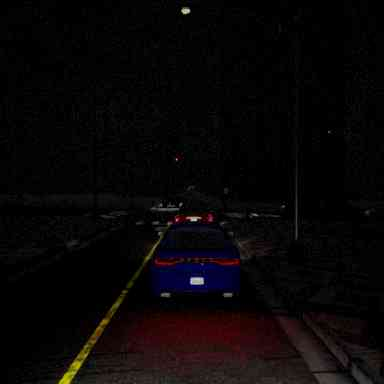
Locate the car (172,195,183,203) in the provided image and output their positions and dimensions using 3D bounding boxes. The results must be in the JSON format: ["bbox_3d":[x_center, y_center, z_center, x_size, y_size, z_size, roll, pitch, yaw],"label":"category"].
[{"bbox_3d":[-3.034,1.503,69.502,2.128,1.511,4.902,0,0,0],"label":"car"}]

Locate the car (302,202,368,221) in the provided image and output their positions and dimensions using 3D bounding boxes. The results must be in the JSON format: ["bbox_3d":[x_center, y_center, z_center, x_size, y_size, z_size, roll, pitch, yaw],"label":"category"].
[{"bbox_3d":[12.125,1.775,28.398,4.313,1.339,1.947,1,-1,0],"label":"car"}]

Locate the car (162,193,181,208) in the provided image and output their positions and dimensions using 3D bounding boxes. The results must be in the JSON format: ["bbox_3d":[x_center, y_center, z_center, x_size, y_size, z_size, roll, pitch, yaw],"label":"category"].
[{"bbox_3d":[-3.111,1.222,49.351,2.150,2.045,5.566,0,0,0],"label":"car"}]

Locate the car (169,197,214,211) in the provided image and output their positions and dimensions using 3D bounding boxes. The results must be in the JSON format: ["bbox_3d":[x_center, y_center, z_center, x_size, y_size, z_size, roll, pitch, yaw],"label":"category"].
[{"bbox_3d":[0.114,1.352,17.710,2.097,1.767,4.553,0,0,1],"label":"car"}]

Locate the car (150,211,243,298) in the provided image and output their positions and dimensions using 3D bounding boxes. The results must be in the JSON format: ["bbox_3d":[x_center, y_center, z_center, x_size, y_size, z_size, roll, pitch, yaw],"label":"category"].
[{"bbox_3d":[0.098,1.478,8.556,1.882,1.535,5.008,0,0,0],"label":"car"}]

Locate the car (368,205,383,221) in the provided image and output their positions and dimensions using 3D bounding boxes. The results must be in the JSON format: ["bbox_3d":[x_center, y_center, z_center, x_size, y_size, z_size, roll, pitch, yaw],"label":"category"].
[{"bbox_3d":[17.938,1.824,28.401,4.829,1.417,1.752,1,-1,0],"label":"car"}]

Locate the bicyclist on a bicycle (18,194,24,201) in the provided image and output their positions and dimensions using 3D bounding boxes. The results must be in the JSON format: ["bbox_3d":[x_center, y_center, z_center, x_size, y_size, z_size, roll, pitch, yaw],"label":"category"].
[{"bbox_3d":[-20.511,1.030,39.775,0.582,1.620,1.656,1,0,0],"label":"bicyclist on a bicycle"}]

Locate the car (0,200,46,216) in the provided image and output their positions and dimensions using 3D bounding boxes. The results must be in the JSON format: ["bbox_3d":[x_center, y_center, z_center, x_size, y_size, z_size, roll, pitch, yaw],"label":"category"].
[{"bbox_3d":[-14.784,1.367,28.293,4.403,1.369,2.008,1,-1,0],"label":"car"}]

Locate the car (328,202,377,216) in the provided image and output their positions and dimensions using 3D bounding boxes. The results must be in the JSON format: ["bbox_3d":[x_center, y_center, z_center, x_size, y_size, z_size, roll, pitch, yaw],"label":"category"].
[{"bbox_3d":[17.773,1.842,36.925,4.403,1.369,2.008,1,-1,0],"label":"car"}]

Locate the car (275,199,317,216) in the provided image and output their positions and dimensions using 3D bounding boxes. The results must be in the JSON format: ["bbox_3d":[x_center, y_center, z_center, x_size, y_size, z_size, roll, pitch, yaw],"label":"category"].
[{"bbox_3d":[10.940,1.539,34.247,4.553,1.767,2.097,1,0,0],"label":"car"}]

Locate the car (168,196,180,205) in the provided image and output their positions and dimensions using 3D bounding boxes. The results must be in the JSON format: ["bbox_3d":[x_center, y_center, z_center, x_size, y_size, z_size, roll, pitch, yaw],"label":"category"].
[{"bbox_3d":[-3.100,1.527,59.183,1.812,1.442,4.674,0,0,1],"label":"car"}]
